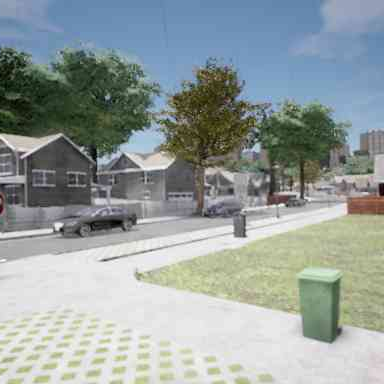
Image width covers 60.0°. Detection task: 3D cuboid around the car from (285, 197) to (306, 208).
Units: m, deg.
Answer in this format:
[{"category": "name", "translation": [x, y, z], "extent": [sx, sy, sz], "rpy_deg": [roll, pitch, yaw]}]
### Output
[{"category": "car", "translation": [14.375, 1.462, 46.174], "extent": [1.994, 1.385, 4.181], "rpy_deg": [-2, -1, 32]}]

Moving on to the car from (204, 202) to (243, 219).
[{"category": "car", "translation": [2.790, 1.558, 29.331], "extent": [1.994, 1.385, 4.181], "rpy_deg": [-2, -1, 36]}]

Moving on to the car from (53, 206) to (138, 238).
[{"category": "car", "translation": [-5.168, 1.536, 18.270], "extent": [2.128, 1.511, 4.902], "rpy_deg": [-2, -1, 36]}]
